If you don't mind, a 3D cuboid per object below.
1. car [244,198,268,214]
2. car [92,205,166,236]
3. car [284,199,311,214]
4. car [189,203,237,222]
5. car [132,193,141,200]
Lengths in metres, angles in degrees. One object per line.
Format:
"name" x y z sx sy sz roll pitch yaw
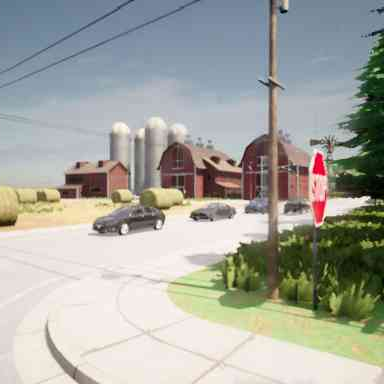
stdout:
"car" 7.365 1.395 35.867 2.097 1.767 4.553 0 0 34
"car" -3.473 1.547 19.122 1.837 1.490 4.892 0 0 33
"car" 11.115 1.545 34.914 1.837 1.490 4.892 0 0 33
"car" 1.883 1.590 27.428 2.033 1.411 5.357 0 0 33
"car" -14.413 1.186 86.999 3.866 1.878 1.905 -2 6 -11
